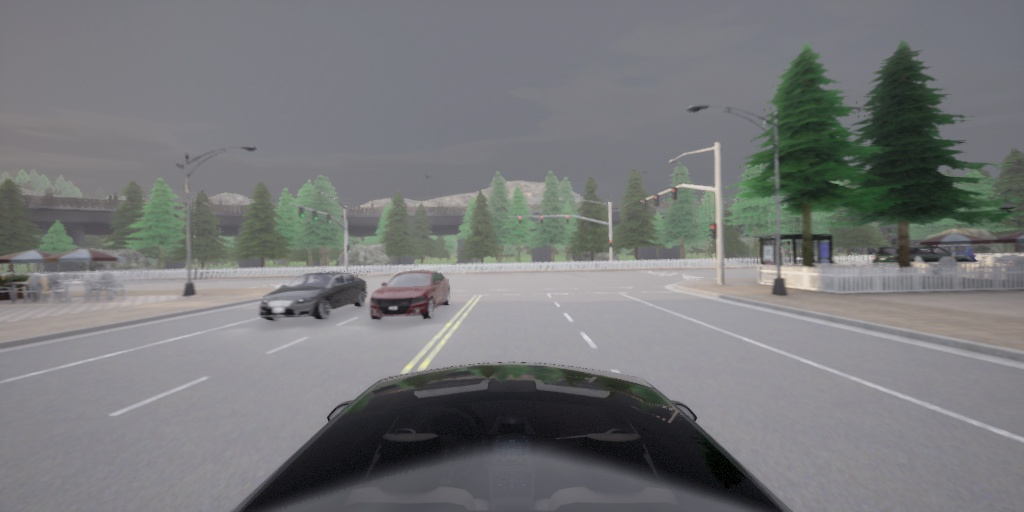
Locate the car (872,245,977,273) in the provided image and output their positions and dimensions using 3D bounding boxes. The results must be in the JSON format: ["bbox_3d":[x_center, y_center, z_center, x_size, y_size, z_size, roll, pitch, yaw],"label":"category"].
[{"bbox_3d":[29.332,0.267,25.753,5.566,2.045,2.150,-1,0,1],"label":"car"}]

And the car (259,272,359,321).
[{"bbox_3d":[-6.981,1.353,13.188,2.128,1.511,4.902,-1,0,0],"label":"car"}]

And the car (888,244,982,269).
[{"bbox_3d":[38.194,0.071,32.526,5.566,2.045,2.150,-1,0,6],"label":"car"}]

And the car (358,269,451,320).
[{"bbox_3d":[-3.484,1.269,13.074,1.882,1.535,5.008,-1,0,0],"label":"car"}]
